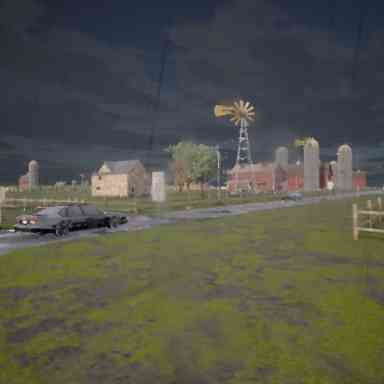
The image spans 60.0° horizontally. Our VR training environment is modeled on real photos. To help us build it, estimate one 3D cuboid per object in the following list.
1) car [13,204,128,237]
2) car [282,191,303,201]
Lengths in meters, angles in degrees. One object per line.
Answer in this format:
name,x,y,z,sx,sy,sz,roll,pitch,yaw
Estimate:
car,-5.675,1.283,16.244,2.033,1.411,5.357,-1,1,36
car,14.874,0.581,49.320,1.994,1.385,4.181,-1,1,36
